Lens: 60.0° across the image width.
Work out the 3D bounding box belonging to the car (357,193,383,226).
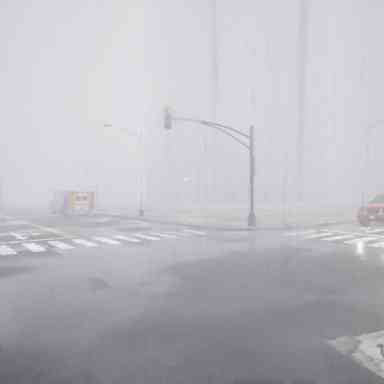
[{"bbox_3d":[12.540,1.063,20.618,5.566,2.045,2.150,-1,0,-35],"label":"car"}]

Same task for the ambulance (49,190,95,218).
[{"bbox_3d":[-11.388,1.054,31.014,2.351,2.431,6.366,0,0,-40],"label":"ambulance"}]
